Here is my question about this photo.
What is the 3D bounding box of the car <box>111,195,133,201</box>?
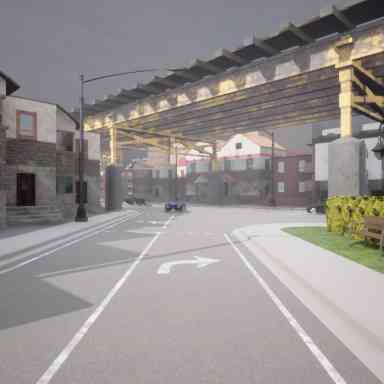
[{"bbox_3d":[-16.927,1.452,80.105,4.974,1.542,2.038,0,0,-15],"label":"car"}]

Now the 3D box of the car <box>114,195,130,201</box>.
[{"bbox_3d":[-17.608,1.452,83.773,2.038,1.542,4.974,0,0,15],"label":"car"}]

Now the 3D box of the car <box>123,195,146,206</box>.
[{"bbox_3d":[-9.592,1.505,55.461,1.837,1.490,4.892,0,0,-45],"label":"car"}]

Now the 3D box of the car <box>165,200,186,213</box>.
[{"bbox_3d":[-1.763,1.601,37.561,1.895,1.301,4.718,0,0,5],"label":"car"}]

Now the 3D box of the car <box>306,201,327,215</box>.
[{"bbox_3d":[13.527,1.505,32.120,1.837,1.490,4.892,0,0,-45],"label":"car"}]

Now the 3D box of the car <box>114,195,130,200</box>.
[{"bbox_3d":[-17.595,1.295,83.823,1.853,1.218,4.536,0,0,15],"label":"car"}]

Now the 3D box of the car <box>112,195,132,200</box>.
[{"bbox_3d":[-16.876,1.295,80.118,4.536,1.218,1.853,0,0,-15],"label":"car"}]
